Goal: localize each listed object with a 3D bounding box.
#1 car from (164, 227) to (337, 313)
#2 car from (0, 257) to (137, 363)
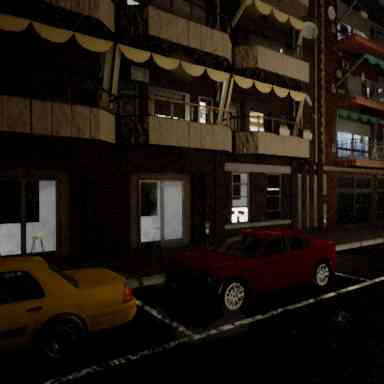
[{"bbox_3d":[1.488,1.543,7.628,4.507,1.381,1.887,0,0,-36],"label":"car"},{"bbox_3d":[-3.149,1.525,4.320,4.829,1.417,1.752,0,0,-36],"label":"car"}]
